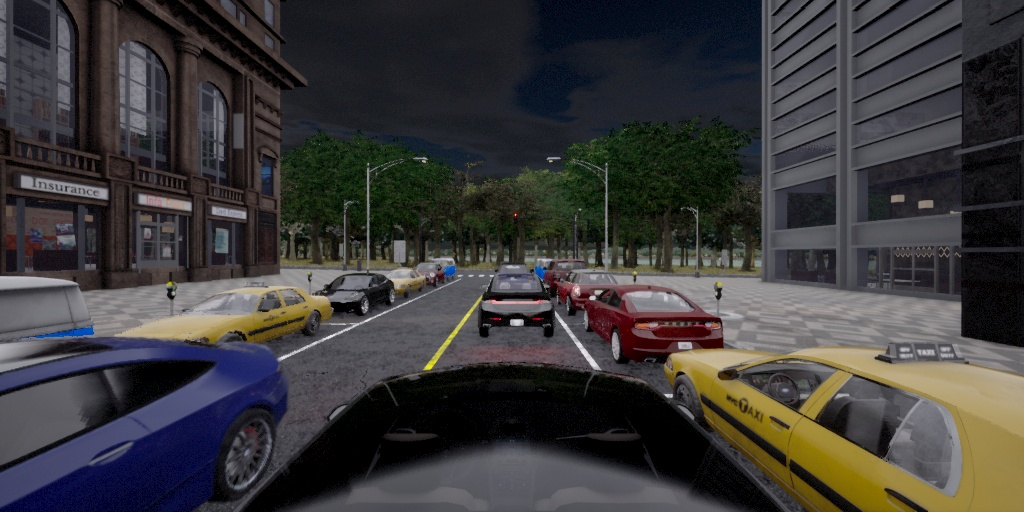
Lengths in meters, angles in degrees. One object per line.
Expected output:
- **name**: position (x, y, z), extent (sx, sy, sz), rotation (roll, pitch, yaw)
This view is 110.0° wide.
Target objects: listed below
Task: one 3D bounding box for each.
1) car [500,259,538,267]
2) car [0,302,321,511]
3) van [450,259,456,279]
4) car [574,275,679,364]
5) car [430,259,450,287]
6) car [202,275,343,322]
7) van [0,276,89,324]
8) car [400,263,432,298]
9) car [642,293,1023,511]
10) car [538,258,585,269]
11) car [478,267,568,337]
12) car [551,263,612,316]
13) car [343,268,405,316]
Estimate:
- **car**: position (0.122, 1.104, 19.234), extent (2.097, 1.767, 4.553), rotation (0, 0, 1)
- **car**: position (-3.101, 1.276, 1.733), extent (1.812, 1.442, 4.674), rotation (0, 0, 0)
- **van**: position (-5.729, 1.095, 29.716), extent (1.690, 1.789, 3.998), rotation (0, 0, 0)
- **car**: position (2.769, 1.295, 7.956), extent (1.888, 1.381, 4.507), rotation (0, 0, 0)
- **car**: position (-5.736, 1.192, 24.278), extent (1.967, 1.591, 4.097), rotation (0, 0, 0)
- **car**: position (-5.756, 1.275, 7.796), extent (1.751, 1.417, 4.829), rotation (0, 0, 0)
- **van**: position (-5.762, 1.091, 2.529), extent (1.690, 1.789, 3.998), rotation (0, 0, 0)
- **car**: position (-5.743, 1.277, 18.671), extent (1.751, 1.417, 4.829), rotation (0, 0, 0)
- **car**: position (2.763, 1.275, 2.688), extent (1.751, 1.417, 4.829), rotation (0, 0, 0)
- **car**: position (2.783, 1.066, 18.831), extent (2.192, 1.841, 5.009), rotation (0, 0, 0)
- **car**: position (0.111, 1.242, 10.269), extent (2.128, 1.511, 4.902), rotation (0, 0, 0)
- **car**: position (2.776, 1.190, 13.393), extent (1.967, 1.591, 4.097), rotation (0, 0, 0)
- **car**: position (-5.749, 1.316, 13.403), extent (1.948, 1.339, 4.313), rotation (0, 0, 0)
